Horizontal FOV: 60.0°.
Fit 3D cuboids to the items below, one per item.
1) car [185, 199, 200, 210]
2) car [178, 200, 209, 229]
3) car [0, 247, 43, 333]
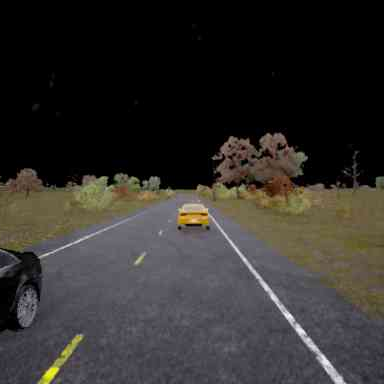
[{"bbox_3d":[0.111,1.653,43.830,1.895,1.301,4.718,0,0,0],"label":"car"},{"bbox_3d":[0.104,1.501,21.798,1.882,1.535,5.008,0,0,0],"label":"car"},{"bbox_3d":[-3.596,1.496,4.071,2.128,1.511,4.902,0,0,0],"label":"car"}]
